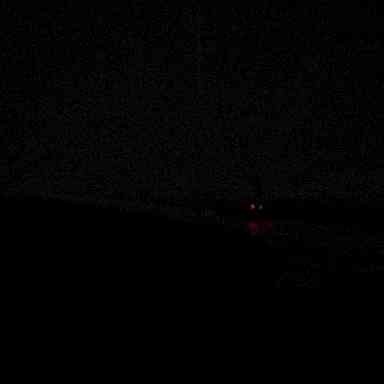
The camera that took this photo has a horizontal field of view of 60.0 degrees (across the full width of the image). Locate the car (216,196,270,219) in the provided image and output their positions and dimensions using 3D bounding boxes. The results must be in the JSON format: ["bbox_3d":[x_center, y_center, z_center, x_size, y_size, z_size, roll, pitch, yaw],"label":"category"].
[{"bbox_3d":[3.939,1.132,26.419,2.097,1.767,4.553,2,0,-34],"label":"car"}]
